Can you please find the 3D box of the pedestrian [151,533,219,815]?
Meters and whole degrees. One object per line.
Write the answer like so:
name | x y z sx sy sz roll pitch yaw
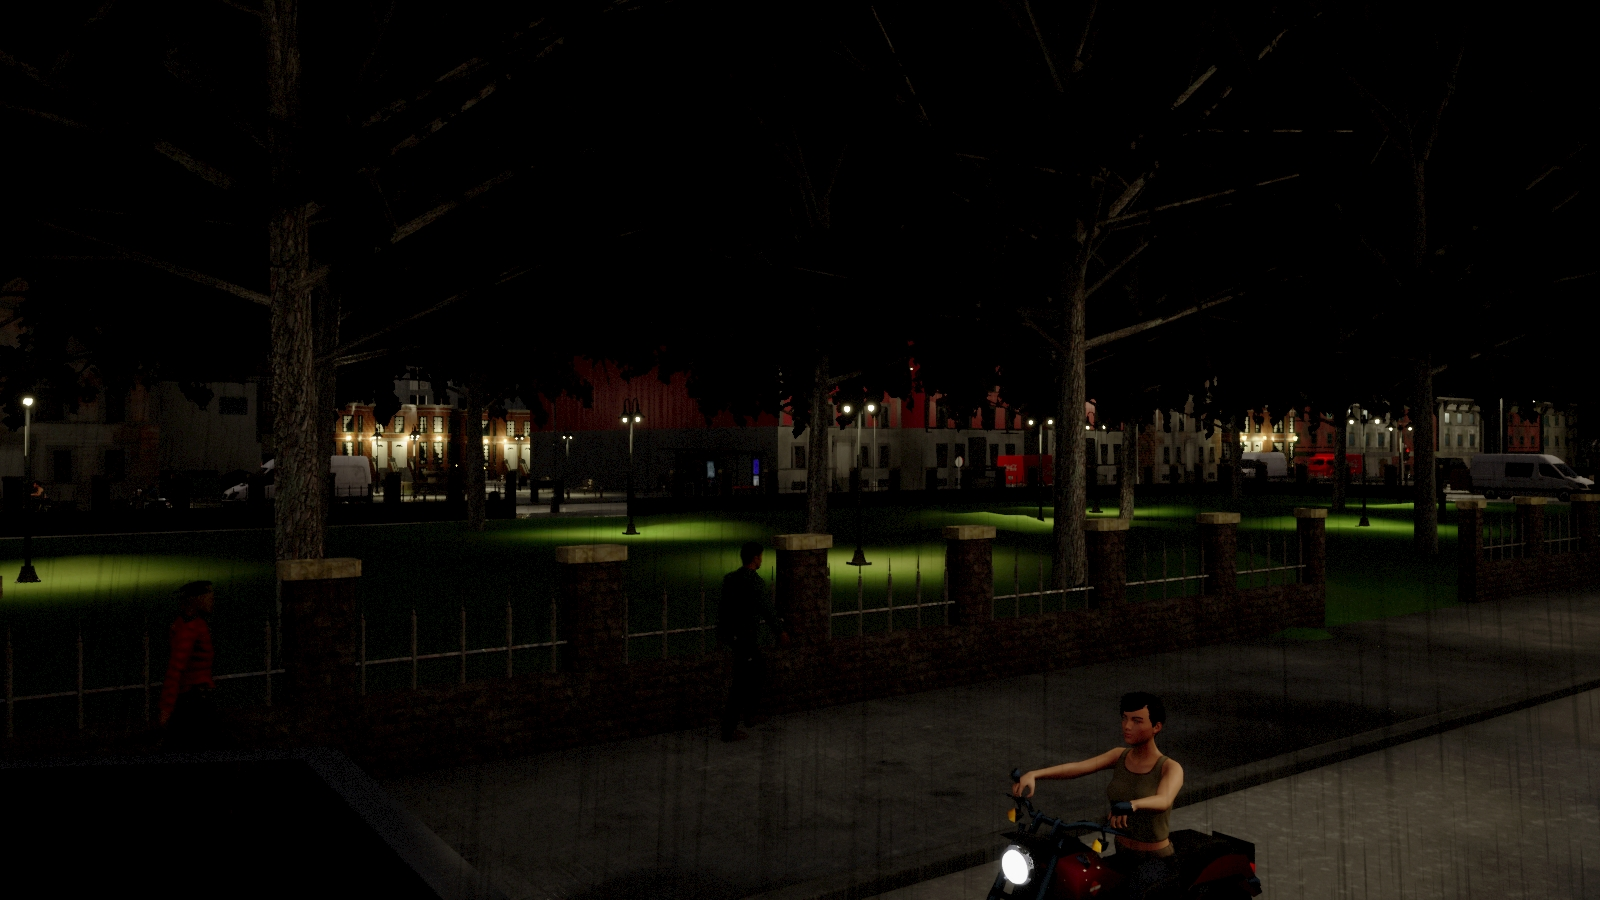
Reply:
pedestrian | -4.271 1.524 7.934 0.375 1.860 0.375 0 0 -35

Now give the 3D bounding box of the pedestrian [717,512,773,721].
pedestrian | -0.506 1.522 10.584 0.375 1.860 0.375 0 0 -35

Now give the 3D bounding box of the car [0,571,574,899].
car | -3.767 1.534 1.768 6.274 2.098 2.390 0 0 -35
